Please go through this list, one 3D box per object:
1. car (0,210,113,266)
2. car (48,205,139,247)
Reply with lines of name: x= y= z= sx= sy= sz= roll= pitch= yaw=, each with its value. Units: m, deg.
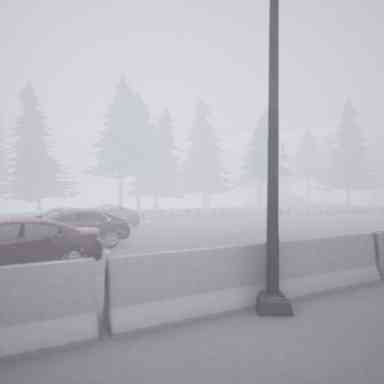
car: x=-4.914 y=1.426 z=8.811 sx=5.008 sy=1.535 sz=1.882 roll=0 pitch=0 yaw=-34
car: x=-4.831 y=1.441 z=13.016 sx=4.892 sy=1.490 sz=1.837 roll=0 pitch=0 yaw=-31
